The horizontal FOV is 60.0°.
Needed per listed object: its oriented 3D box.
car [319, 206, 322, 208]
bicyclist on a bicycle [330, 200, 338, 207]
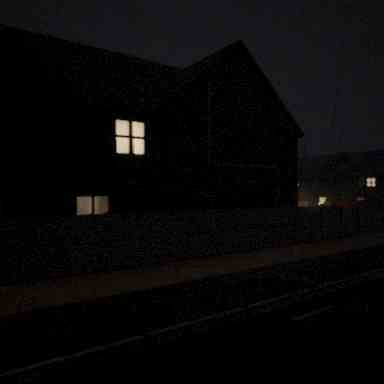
[{"bbox_3d":[11.325,1.964,29.897,1.994,1.385,4.181,-1,-1,-35],"label":"car"},{"bbox_3d":[14.909,1.662,34.933,1.656,1.620,0.582,-1,0,-36],"label":"bicyclist on a bicycle"}]
